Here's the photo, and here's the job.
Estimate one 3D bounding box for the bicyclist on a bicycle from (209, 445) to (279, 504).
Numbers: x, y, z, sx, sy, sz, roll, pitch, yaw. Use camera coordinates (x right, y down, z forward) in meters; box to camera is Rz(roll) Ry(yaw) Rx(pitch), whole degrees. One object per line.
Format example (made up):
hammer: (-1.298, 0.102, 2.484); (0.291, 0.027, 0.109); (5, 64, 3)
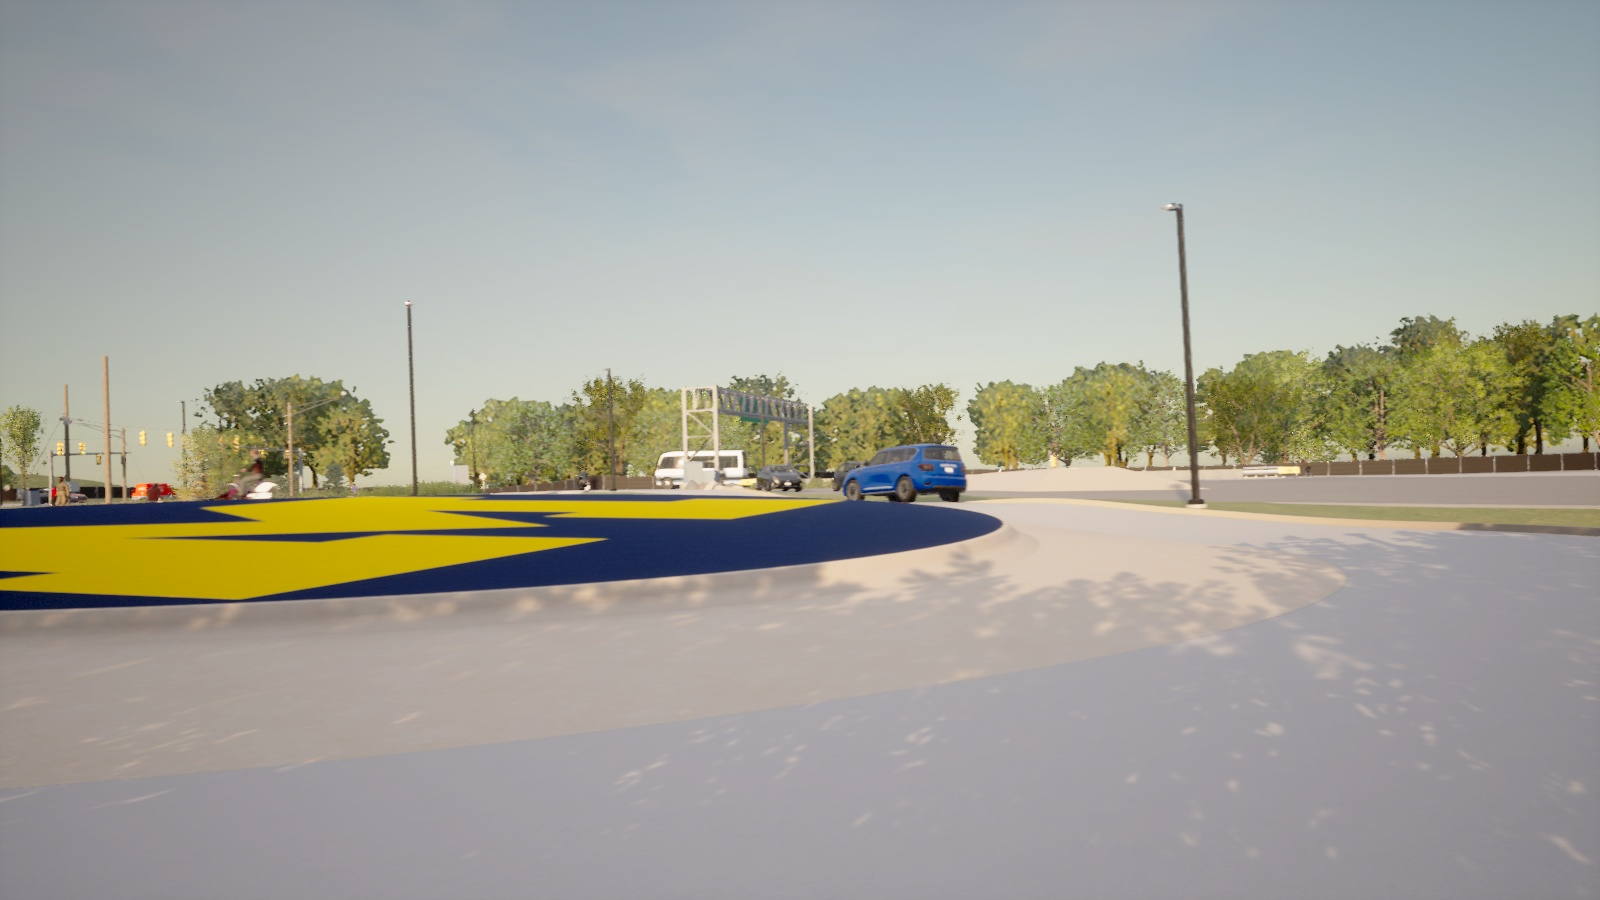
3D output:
bicyclist on a bicycle: (-17.050, 0.746, 38.560); (1.843, 1.776, 0.659); (0, -1, -6)

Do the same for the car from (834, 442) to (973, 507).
car: (3.626, 0.966, 45.211); (2.150, 2.045, 5.566); (4, -5, -30)

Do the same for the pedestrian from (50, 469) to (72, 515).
pedestrian: (-31.219, 1.782, 53.055); (0.396, 1.930, 0.692); (-3, -2, 10)

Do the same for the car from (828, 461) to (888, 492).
car: (3.097, 1.424, 67.455); (1.851, 1.617, 3.988); (0, -1, -19)

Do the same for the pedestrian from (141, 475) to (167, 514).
pedestrian: (-31.076, 2.155, 60.409); (0.634, 1.844, 0.899); (-3, -2, 9)

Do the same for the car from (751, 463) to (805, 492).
car: (-1.276, 1.526, 69.373); (2.007, 1.525, 4.514); (0, -1, -14)
